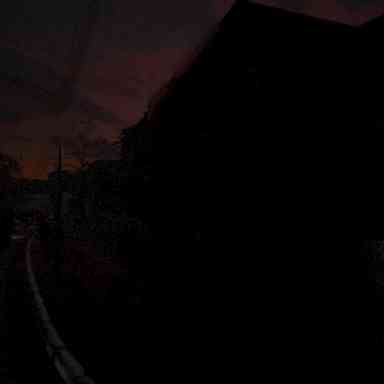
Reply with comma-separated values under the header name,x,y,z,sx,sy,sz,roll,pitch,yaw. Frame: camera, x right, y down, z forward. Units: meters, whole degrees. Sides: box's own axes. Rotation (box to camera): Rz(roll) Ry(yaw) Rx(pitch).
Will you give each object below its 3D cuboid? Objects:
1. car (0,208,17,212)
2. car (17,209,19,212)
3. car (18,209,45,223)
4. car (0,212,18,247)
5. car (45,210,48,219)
name,x,y,z,sx,sy,sz,roll,pitch,yaw
car,-21.367,2.539,37.054,2.097,1.767,4.553,1,-2,-19
car,-24.642,3.093,46.389,1.812,1.442,4.674,1,-2,-19
car,-18.304,2.750,38.135,1.812,1.442,4.674,1,-2,-19
car,-10.165,1.886,16.438,2.033,1.411,5.357,1,-2,-23
car,-21.723,3.223,47.882,1.895,1.301,4.718,1,-2,-19
